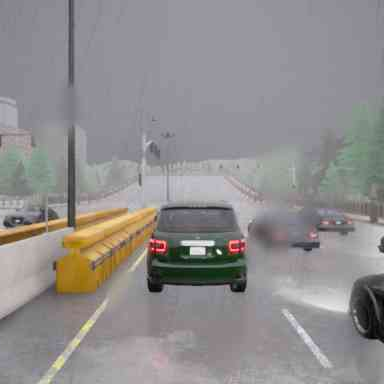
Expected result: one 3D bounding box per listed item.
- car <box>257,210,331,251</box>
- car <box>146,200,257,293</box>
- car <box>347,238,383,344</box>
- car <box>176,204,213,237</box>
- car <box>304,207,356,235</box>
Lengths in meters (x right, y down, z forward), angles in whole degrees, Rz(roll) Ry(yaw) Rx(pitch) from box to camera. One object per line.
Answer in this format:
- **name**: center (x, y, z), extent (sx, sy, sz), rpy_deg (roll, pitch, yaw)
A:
- **car**: center (3.615, 1.547, 13.990), extent (2.033, 1.411, 5.357), rpy_deg (0, 0, 0)
- **car**: center (0.110, 1.221, 9.030), extent (2.150, 2.045, 5.566), rpy_deg (0, 0, 0)
- **car**: center (3.606, 1.564, 3.913), extent (1.994, 1.385, 4.181), rpy_deg (0, 0, 0)
- **car**: center (0.119, 1.504, 18.881), extent (1.837, 1.490, 4.892), rpy_deg (0, 0, 0)
- **car**: center (7.116, 1.547, 18.654), extent (2.033, 1.411, 5.357), rpy_deg (0, 0, 0)
